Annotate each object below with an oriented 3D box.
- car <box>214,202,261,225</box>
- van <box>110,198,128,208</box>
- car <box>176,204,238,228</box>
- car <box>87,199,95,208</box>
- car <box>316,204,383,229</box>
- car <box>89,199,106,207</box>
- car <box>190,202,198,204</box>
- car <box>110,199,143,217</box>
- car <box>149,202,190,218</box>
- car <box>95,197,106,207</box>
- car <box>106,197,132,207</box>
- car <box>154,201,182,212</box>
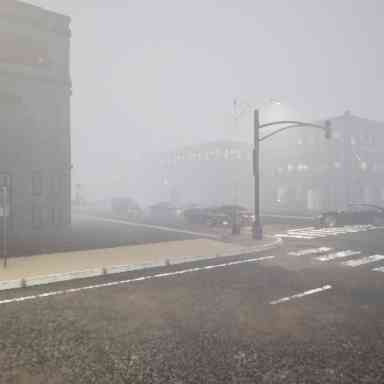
[{"bbox_3d":[3.338,1.745,26.303,1.812,1.442,4.674,-1,0,-35],"label":"car"},{"bbox_3d":[-12.978,1.907,59.100,1.690,1.788,3.998,-1,0,-36],"label":"van"},{"bbox_3d":[1.031,1.814,24.843,1.947,1.339,4.313,-2,0,-36],"label":"car"},{"bbox_3d":[-19.219,2.159,63.412,2.128,1.511,4.902,-1,0,-36],"label":"car"},{"bbox_3d":[10.789,1.561,21.925,4.902,1.511,2.128,-2,0,29],"label":"car"},{"bbox_3d":[-19.404,2.227,68.111,1.887,1.381,4.507,-1,0,-36],"label":"car"},{"bbox_3d":[-0.111,1.903,41.079,1.802,1.307,4.206,-2,0,-36],"label":"car"},{"bbox_3d":[-6.934,1.846,36.209,1.967,1.590,4.097,-1,0,-36],"label":"car"},{"bbox_3d":[-2.707,1.830,34.764,2.128,1.511,4.902,-1,0,-36],"label":"car"},{"bbox_3d":[-16.194,1.939,63.605,2.192,1.841,5.009,-1,0,-36],"label":"car"},{"bbox_3d":[-8.748,1.677,43.259,2.150,2.045,5.566,-1,0,-35],"label":"car"},{"bbox_3d":[-3.325,1.966,45.584,1.802,1.307,4.206,-2,0,-36],"label":"car"}]
